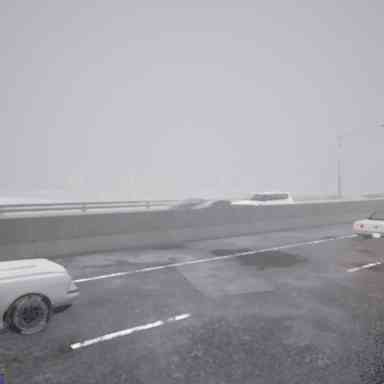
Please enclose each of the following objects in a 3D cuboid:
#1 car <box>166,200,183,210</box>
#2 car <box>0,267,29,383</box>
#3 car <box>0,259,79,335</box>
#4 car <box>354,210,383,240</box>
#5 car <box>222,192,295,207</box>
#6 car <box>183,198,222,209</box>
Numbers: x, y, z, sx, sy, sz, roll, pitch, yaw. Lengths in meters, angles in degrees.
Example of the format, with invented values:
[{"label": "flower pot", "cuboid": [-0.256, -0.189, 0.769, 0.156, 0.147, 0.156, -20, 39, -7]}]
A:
[{"label": "car", "cuboid": [-0.016, 1.284, 29.638, 4.902, 1.511, 2.128, -1, 0, -35]}, {"label": "car", "cuboid": [-3.527, 1.504, 1.222, 5.008, 1.535, 1.882, -1, 1, -36]}, {"label": "car", "cuboid": [-4.264, 1.606, 4.997, 4.718, 1.301, 1.895, -1, 1, -35]}, {"label": "car", "cuboid": [9.151, 1.414, 14.460, 4.718, 1.301, 1.895, -1, 0, -35]}, {"label": "car", "cuboid": [5.292, 0.999, 24.809, 5.566, 2.045, 2.150, -1, 0, -35]}, {"label": "car", "cuboid": [1.958, 1.320, 26.749, 4.674, 1.442, 1.812, -1, 0, -35]}]
